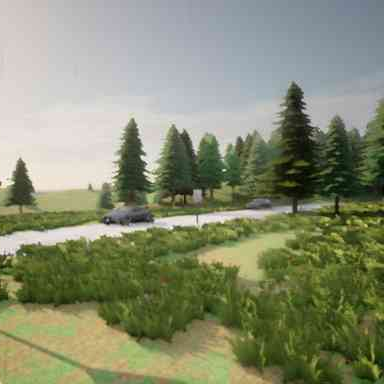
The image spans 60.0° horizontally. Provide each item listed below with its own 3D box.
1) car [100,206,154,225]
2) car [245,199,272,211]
[{"bbox_3d":[-4.717,1.759,24.685,1.994,1.385,4.181,0,0,35],"label":"car"},{"bbox_3d":[8.825,1.547,43.982,2.097,1.767,4.553,0,0,35],"label":"car"}]
